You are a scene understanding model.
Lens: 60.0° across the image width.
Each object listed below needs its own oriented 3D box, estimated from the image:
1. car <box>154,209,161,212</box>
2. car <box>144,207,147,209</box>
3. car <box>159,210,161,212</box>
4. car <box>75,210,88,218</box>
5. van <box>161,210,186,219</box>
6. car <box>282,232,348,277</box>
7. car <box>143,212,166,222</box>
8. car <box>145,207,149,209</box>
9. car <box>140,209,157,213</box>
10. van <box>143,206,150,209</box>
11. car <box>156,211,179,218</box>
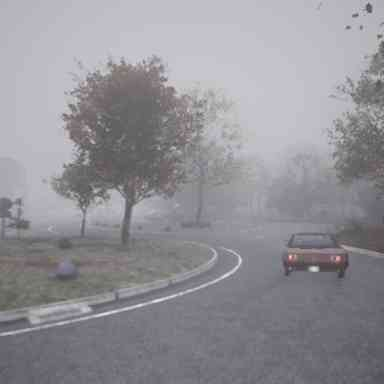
[{"bbox_3d":[-5.055,5.052,72.969,5.366,1.575,1.946,1,-2,-16],"label":"car"},{"bbox_3d":[-10.102,5.614,91.723,4.674,1.452,2.002,1,-2,-16],"label":"car"},{"bbox_3d":[-4.101,5.014,70.352,4.792,1.488,2.163,1,-2,-16],"label":"car"},{"bbox_3d":[-24.413,4.928,72.867,1.812,1.442,4.674,1,-2,-16],"label":"car"},{"bbox_3d":[-3.495,4.685,67.649,4.442,1.987,1.878,1,-2,-16],"label":"van"},{"bbox_3d":[4.301,2.097,11.999,1.895,1.301,4.718,-2,-3,18],"label":"car"},{"bbox_3d":[-6.808,4.758,60.462,1.895,1.301,4.718,1,-3,-24],"label":"car"},{"bbox_3d":[-9.357,5.499,89.049,5.008,1.535,2.097,1,-2,-16],"label":"car"},{"bbox_3d":[-9.203,4.977,69.610,1.812,1.442,4.674,1,-2,-16],"label":"car"},{"bbox_3d":[-10.732,5.424,94.434,4.442,1.987,1.878,1,-2,-16],"label":"van"},{"bbox_3d":[-5.593,5.160,75.697,4.792,1.488,2.163,1,-2,-16],"label":"car"}]
